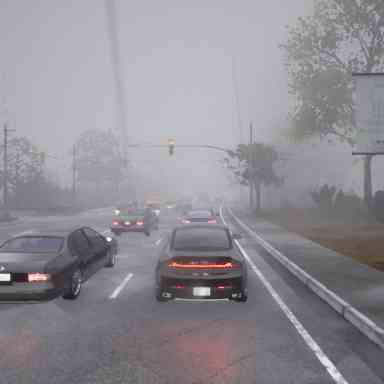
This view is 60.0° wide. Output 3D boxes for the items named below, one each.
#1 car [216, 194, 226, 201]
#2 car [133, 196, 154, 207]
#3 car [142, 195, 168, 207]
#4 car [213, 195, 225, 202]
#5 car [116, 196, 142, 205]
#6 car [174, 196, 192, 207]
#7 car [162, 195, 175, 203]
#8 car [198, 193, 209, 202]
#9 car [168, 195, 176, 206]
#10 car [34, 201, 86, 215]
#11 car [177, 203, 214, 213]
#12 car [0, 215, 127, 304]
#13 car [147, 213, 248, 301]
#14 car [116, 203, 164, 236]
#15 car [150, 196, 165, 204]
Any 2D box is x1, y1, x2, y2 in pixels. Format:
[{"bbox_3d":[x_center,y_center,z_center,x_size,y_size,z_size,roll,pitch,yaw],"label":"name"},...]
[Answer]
[{"bbox_3d":[7.525,1.393,85.393,2.128,1.511,4.902,0,0,10],"label":"car"},{"bbox_3d":[-7.679,1.491,53.280,2.128,1.511,4.902,0,0,6],"label":"car"},{"bbox_3d":[-4.959,1.478,45.322,1.882,1.535,5.008,0,0,5],"label":"car"},{"bbox_3d":[5.848,1.519,75.269,1.812,1.442,4.674,0,0,9],"label":"car"},{"bbox_3d":[-8.557,1.352,44.333,2.097,1.767,4.553,0,0,5],"label":"car"},{"bbox_3d":[-0.995,1.601,46.116,1.895,1.301,4.718,0,0,3],"label":"car"},{"bbox_3d":[-5.060,1.500,73.368,1.837,1.490,4.892,0,0,8],"label":"car"},{"bbox_3d":[2.818,1.225,78.523,2.150,2.045,5.566,0,0,9],"label":"car"},{"bbox_3d":[-3.948,1.564,55.206,1.994,1.385,4.181,0,0,6],"label":"car"},{"bbox_3d":[-13.445,1.601,34.050,4.718,1.301,1.895,0,0,0],"label":"car"},{"bbox_3d":[0.458,1.526,17.530,1.812,1.442,4.674,0,0,4],"label":"car"},{"bbox_3d":[-3.298,1.547,8.365,2.033,1.411,5.357,0,0,1],"label":"car"},{"bbox_3d":[0.214,1.505,8.283,1.837,1.490,4.892,0,0,1],"label":"car"},{"bbox_3d":[-3.015,1.547,18.432,2.033,1.411,5.357,0,0,2],"label":"car"},{"bbox_3d":[-6.493,1.526,63.159,1.812,1.442,4.674,0,0,8],"label":"car"}]
